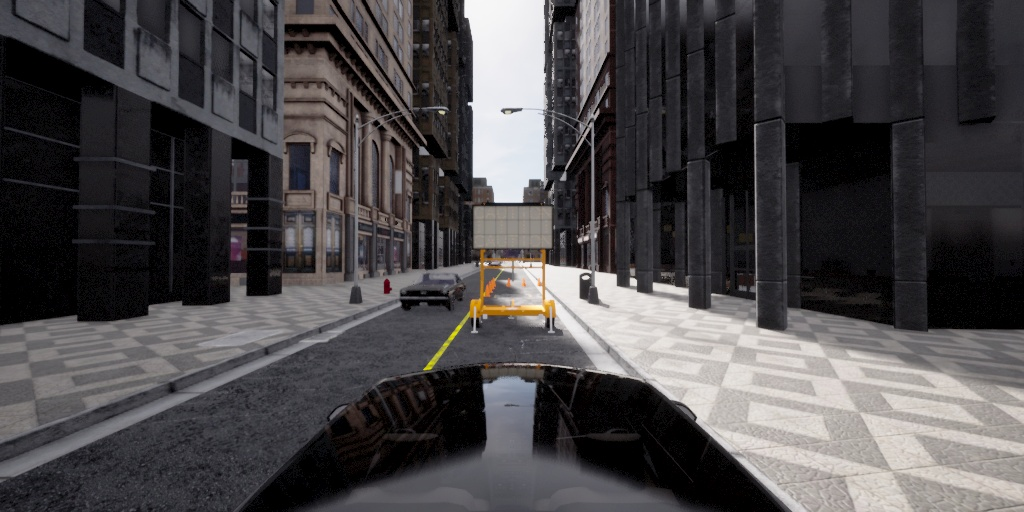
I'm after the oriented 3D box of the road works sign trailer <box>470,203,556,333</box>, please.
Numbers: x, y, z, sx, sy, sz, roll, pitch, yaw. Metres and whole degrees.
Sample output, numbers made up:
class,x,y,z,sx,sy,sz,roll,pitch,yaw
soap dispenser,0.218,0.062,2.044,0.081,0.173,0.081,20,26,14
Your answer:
class,x,y,z,sx,sy,sz,roll,pitch,yaw
road works sign trailer,0.027,0.217,10.723,2.380,3.560,2.880,0,0,0

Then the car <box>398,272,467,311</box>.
class,x,y,z,sx,sy,sz,roll,pitch,yaw
car,-3.062,1.355,14.659,1.895,1.301,4.718,0,0,0

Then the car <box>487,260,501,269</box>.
class,x,y,z,sx,sy,sz,roll,pitch,yaw
car,-2.909,1.389,58.948,1.994,1.385,4.181,0,0,0
